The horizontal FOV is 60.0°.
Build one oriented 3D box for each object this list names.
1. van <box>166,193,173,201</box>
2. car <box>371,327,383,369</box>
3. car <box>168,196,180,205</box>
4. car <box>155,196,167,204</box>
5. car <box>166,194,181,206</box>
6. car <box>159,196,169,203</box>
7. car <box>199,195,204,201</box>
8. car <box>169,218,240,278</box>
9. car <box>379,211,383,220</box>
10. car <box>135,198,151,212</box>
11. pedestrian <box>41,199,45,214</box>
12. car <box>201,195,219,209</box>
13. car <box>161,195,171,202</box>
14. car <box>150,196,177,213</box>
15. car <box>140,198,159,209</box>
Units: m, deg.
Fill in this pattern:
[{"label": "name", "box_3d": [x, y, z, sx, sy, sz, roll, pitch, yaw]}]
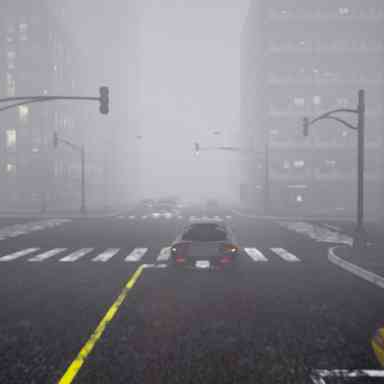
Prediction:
[{"label": "van", "box_3d": [-5.709, 1.288, 84.752, 1.690, 1.788, 3.998, -1, 0, 0]}, {"label": "car", "box_3d": [2.808, 1.524, 1.731, 1.752, 1.417, 4.829, -1, 0, 0]}, {"label": "car", "box_3d": [-3.002, 1.467, 57.727, 1.837, 1.490, 4.892, 0, 0, 0]}, {"label": "car", "box_3d": [-5.705, 1.505, 62.133, 1.887, 1.381, 4.507, -1, 0, 0]}, {"label": "car", "box_3d": [-3.074, 1.460, 47.530, 2.128, 1.511, 4.902, 0, 0, 0]}, {"label": "car", "box_3d": [-5.705, 1.538, 67.788, 1.802, 1.307, 4.206, -1, 0, 0]}, {"label": "car", "box_3d": [2.672, 1.390, 79.099, 1.967, 1.590, 4.097, -1, 0, 0]}, {"label": "car", "box_3d": [0.441, 1.518, 10.069, 1.812, 1.442, 4.674, 0, 0, 5]}, {"label": "car", "box_3d": [16.313, 1.614, 24.695, 4.403, 1.369, 2.008, 0, 1, 1]}, {"label": "car", "box_3d": [-5.704, 1.499, 39.346, 1.752, 1.417, 4.829, -1, 0, 0]}, {"label": "pedestrian", "box_3d": [-12.549, 1.190, 28.037, 0.375, 1.300, 0.375, 0, 0, 1]}, {"label": "car", "box_3d": [2.676, 1.520, 45.171, 2.008, 1.369, 4.403, -1, 0, 0]}, {"label": "car", "box_3d": [-5.706, 1.498, 73.443, 1.887, 1.381, 4.507, -1, 0, 0]}, {"label": "car", "box_3d": [-3.093, 1.522, 37.578, 2.033, 1.411, 5.357, 0, 0, 0]}, {"label": "car", "box_3d": [-5.704, 1.536, 45.170, 1.947, 1.339, 4.313, -1, 0, 0]}]
